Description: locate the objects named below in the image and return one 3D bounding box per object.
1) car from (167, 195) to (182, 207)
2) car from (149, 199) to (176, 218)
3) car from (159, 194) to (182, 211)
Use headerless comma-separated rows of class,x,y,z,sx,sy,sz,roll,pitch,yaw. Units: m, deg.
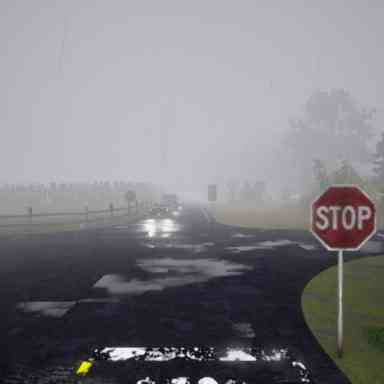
car,-2.769,1.396,53.401,2.097,1.767,4.553,0,0,0
car,-2.812,1.616,30.731,1.895,1.301,4.718,0,0,0
car,-2.798,1.245,41.660,2.150,2.045,5.566,0,0,0
